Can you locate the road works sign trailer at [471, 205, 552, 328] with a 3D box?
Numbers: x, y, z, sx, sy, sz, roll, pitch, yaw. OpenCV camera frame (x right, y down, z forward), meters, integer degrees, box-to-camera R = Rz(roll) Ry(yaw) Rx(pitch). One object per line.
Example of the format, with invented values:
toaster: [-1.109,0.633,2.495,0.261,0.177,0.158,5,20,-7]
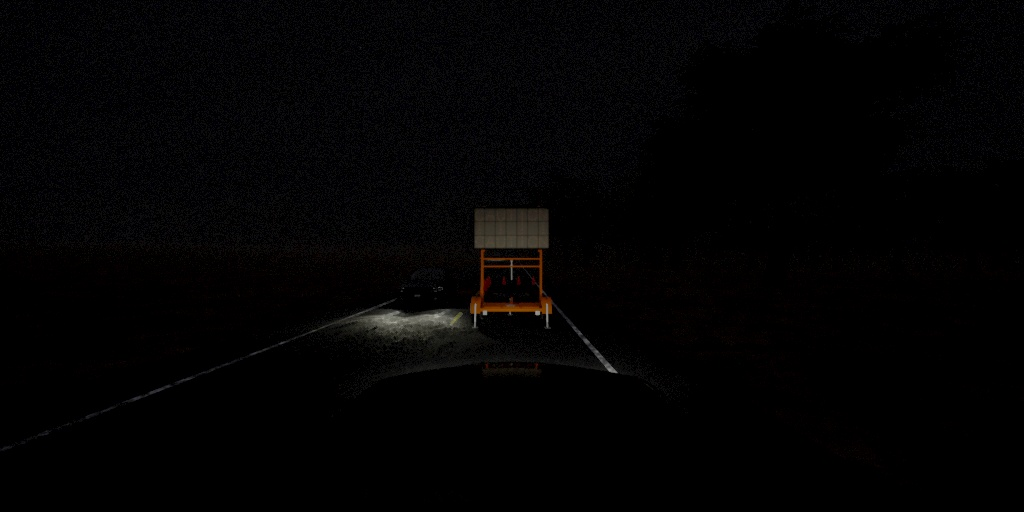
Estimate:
road works sign trailer: [-0.011,0.203,11.284,2.380,3.560,2.880,0,0,0]

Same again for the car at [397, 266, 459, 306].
car: [-3.532,1.203,15.868,1.882,1.535,5.008,0,0,0]
